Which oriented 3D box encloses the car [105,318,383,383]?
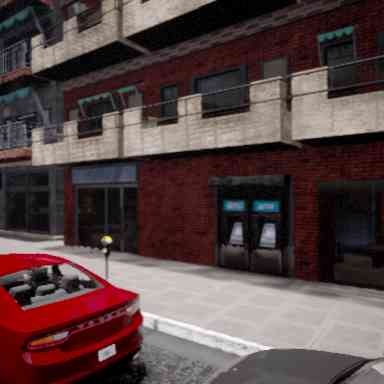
[{"bbox_3d":[1.871,1.547,1.542,4.403,1.369,2.008,0,0,35],"label":"car"}]

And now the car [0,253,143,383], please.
[{"bbox_3d":[-2.713,1.572,4.811,4.507,1.381,1.887,0,0,35],"label":"car"}]
